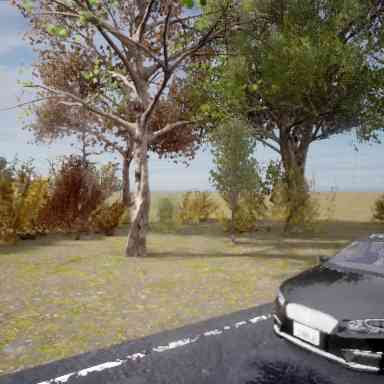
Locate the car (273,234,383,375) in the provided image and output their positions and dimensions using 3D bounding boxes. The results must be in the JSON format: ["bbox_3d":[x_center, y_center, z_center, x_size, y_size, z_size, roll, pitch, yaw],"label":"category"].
[{"bbox_3d":[3.450,1.497,5.506,4.902,1.511,2.128,0,0,-34],"label":"car"}]
